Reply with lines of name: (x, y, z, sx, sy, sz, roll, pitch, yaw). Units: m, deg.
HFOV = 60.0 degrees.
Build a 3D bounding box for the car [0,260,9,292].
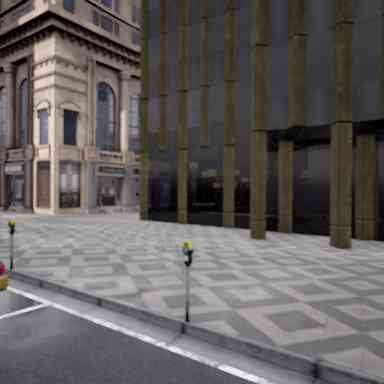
car: (-5.744, 1.401, 7.092, 4.829, 1.417, 1.752, 1, 0, 36)
